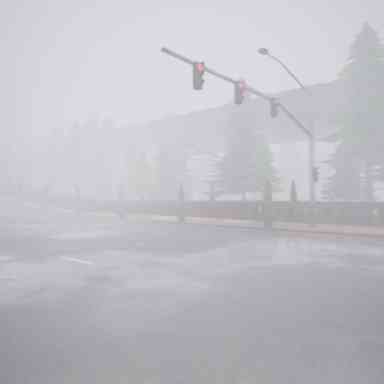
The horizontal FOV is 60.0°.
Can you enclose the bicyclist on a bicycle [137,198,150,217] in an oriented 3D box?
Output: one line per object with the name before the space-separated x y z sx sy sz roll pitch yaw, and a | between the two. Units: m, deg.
bicyclist on a bicycle | -4.157 1.308 28.375 0.582 1.620 1.656 0 1 39
